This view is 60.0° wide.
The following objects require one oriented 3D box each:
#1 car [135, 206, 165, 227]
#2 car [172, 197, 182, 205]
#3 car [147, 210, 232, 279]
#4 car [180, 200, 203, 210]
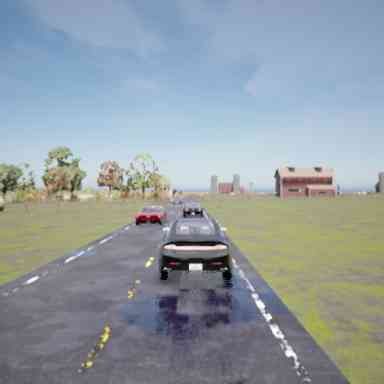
[{"bbox_3d":[-2.848,1.671,23.896,1.895,1.301,4.718,0,0,0],"label":"car"},{"bbox_3d":[-2.764,1.708,64.473,1.812,1.442,4.674,0,0,1],"label":"car"},{"bbox_3d":[0.091,1.523,10.097,2.128,1.511,4.902,0,0,0],"label":"car"},{"bbox_3d":[0.104,1.695,32.878,1.895,1.301,4.718,0,0,0],"label":"car"}]
